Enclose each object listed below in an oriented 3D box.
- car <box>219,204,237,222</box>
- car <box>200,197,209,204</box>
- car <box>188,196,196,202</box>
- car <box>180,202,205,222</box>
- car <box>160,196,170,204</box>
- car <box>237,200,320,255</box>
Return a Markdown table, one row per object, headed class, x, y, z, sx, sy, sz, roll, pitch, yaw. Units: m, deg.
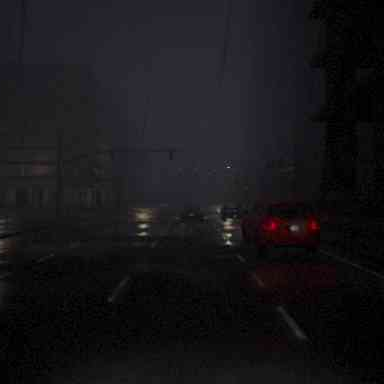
| class | x | y | z | sx | sy | sz | roll | pitch | yaw |
| --- | --- | --- | --- | --- | --- | --- | --- | --- | --- |
| car | 3.490 | 1.766 | 29.288 | 2.128 | 1.511 | 4.902 | 0 | 0 | 0 |
| car | 3.432 | 2.160 | 88.641 | 2.097 | 1.767 | 4.553 | 0 | -1 | 1 |
| car | -0.070 | 2.028 | 88.514 | 2.150 | 2.045 | 5.566 | 0 | -1 | 1 |
| car | -0.012 | 1.837 | 29.305 | 1.994 | 1.385 | 4.181 | 0 | 0 | 0 |
| car | -7.085 | 2.033 | 87.284 | 2.150 | 2.045 | 5.566 | 0 | -1 | 1 |
| car | 3.496 | 1.348 | 14.020 | 2.150 | 2.045 | 5.566 | 0 | 0 | 0 |
